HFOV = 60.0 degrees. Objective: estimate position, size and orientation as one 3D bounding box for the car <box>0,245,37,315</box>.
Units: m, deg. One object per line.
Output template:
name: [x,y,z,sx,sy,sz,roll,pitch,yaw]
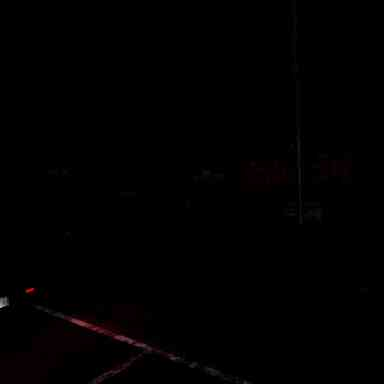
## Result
car: [-4.803,1.517,6.372,4.674,1.442,1.812,0,0,35]
